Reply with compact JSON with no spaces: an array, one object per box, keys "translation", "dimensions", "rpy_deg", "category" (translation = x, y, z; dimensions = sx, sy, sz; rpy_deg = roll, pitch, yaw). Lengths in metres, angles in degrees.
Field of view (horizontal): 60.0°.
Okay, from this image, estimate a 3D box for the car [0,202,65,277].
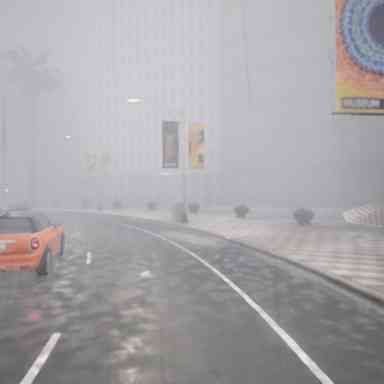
[{"translation":[-5.227,1.364,10.181],"dimensions":[2.097,1.767,4.553],"rpy_deg":[-1,0,-14],"category":"car"}]
